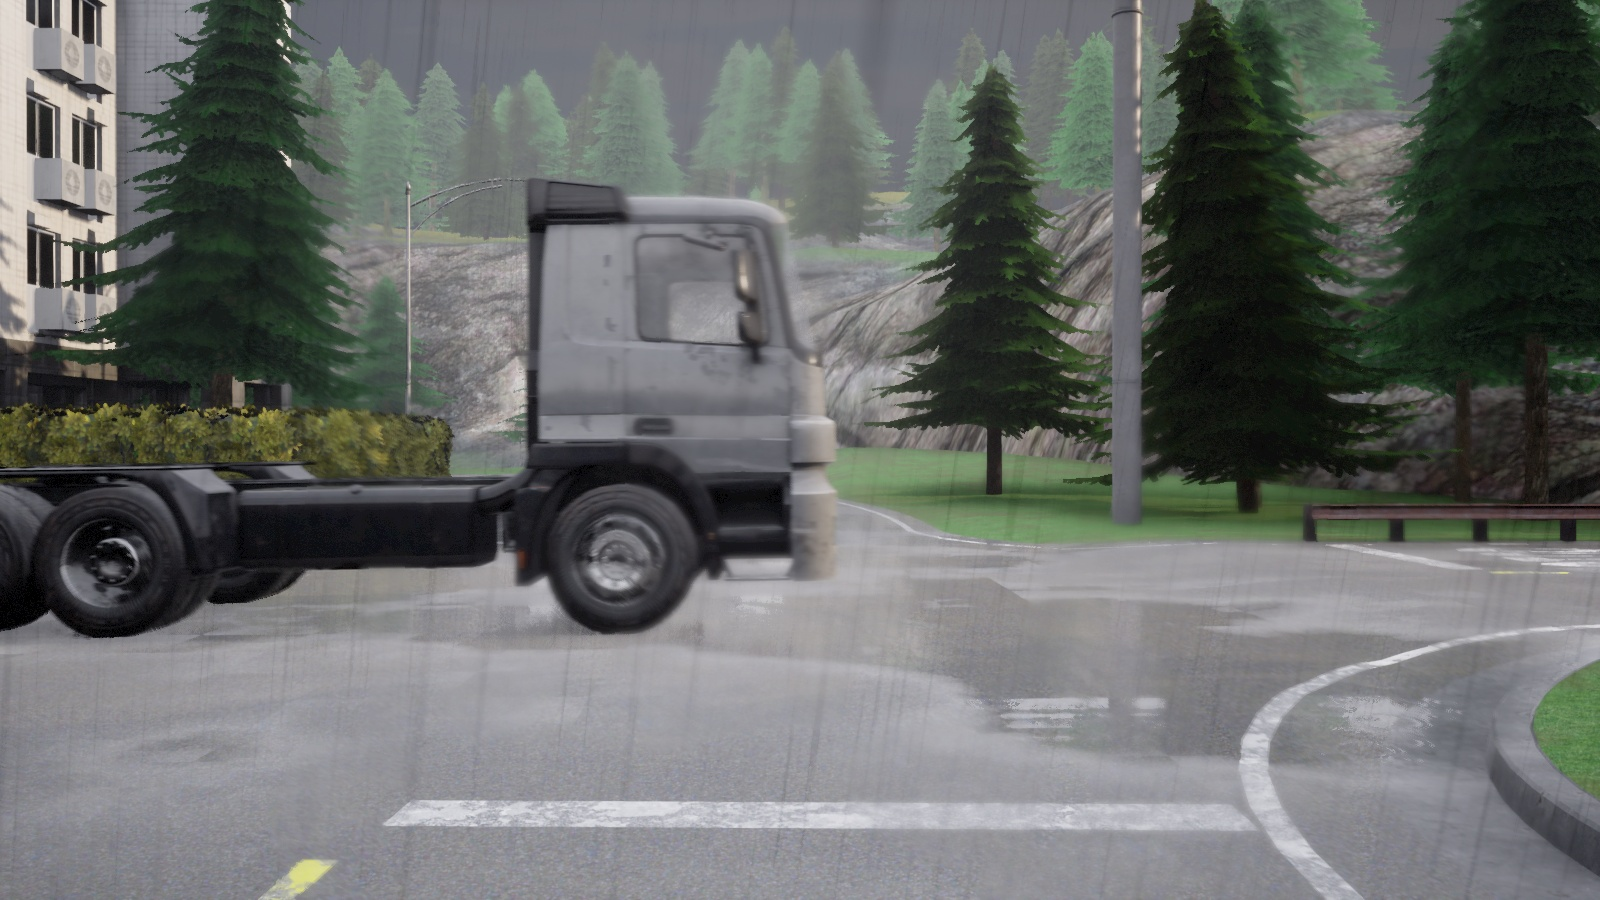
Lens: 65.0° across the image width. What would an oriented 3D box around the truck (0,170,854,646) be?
[{"bbox_3d":[-3.604,-0.315,10.762,7.936,3.462,2.891,-1,0,-1],"label":"truck"}]
